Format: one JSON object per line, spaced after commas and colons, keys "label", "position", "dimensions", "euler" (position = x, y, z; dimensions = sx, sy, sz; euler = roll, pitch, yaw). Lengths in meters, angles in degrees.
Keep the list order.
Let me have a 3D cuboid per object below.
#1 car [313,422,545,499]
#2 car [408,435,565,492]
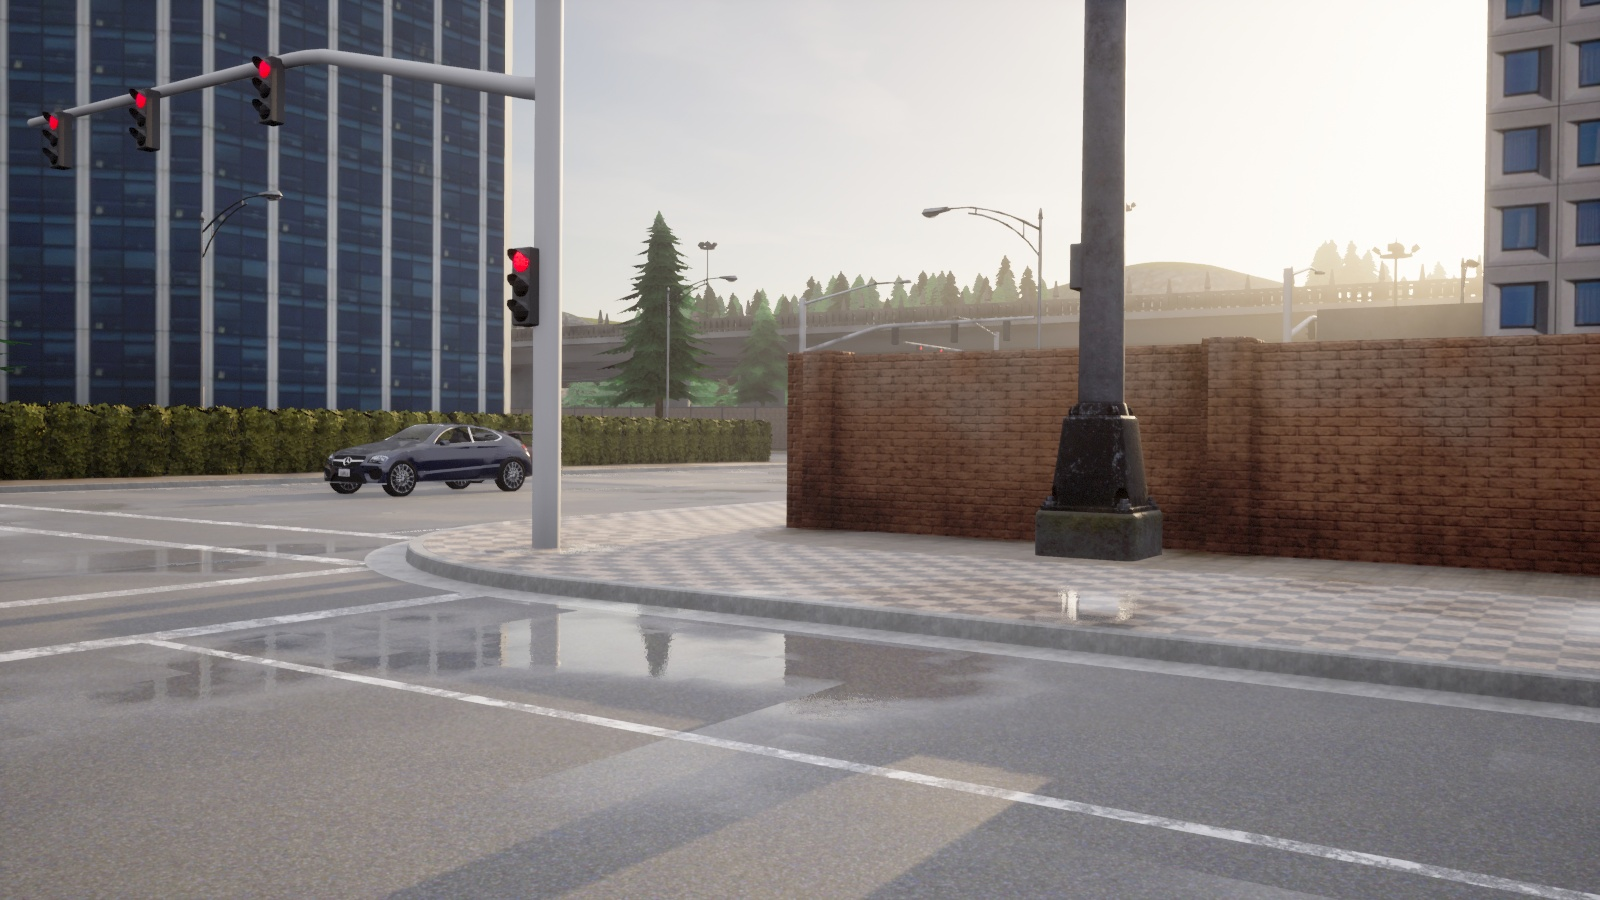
{"label": "car", "position": [-8.596, 0.184, 29.564], "dimensions": [2.152, 1.651, 5.027], "euler": [0, 1, 33]}
{"label": "car", "position": [-8.813, 0.338, 35.636], "dimensions": [1.816, 1.474, 4.193], "euler": [0, 1, 33]}
